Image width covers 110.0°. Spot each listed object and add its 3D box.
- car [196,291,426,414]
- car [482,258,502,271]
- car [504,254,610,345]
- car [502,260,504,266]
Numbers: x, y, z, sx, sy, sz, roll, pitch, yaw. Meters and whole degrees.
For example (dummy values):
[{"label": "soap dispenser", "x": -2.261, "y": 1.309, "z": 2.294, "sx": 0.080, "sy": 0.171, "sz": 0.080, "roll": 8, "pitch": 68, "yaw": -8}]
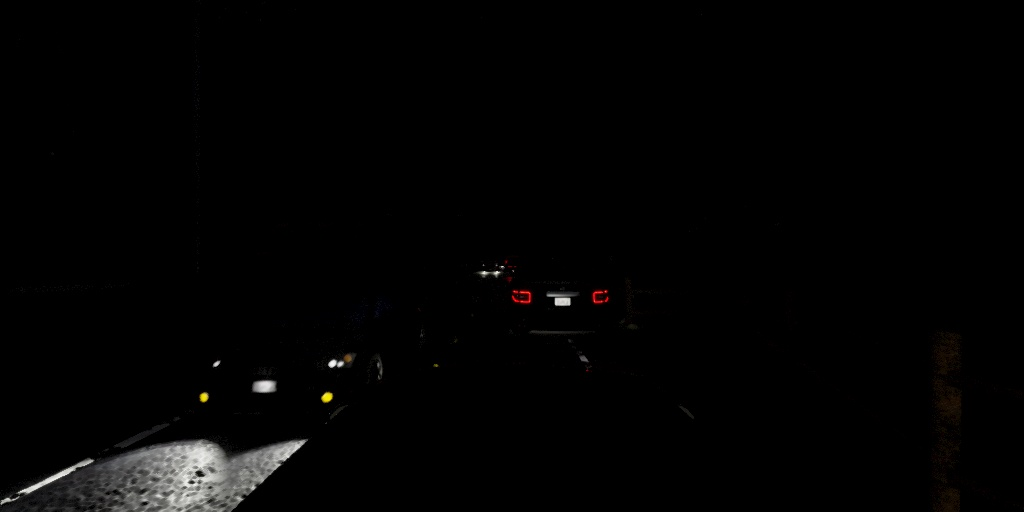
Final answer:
[{"label": "car", "x": -2.840, "y": 1.313, "z": 6.107, "sx": 1.994, "sy": 1.385, "sz": 4.181, "roll": 0, "pitch": 0, "yaw": 0}, {"label": "car", "x": -2.776, "y": 1.113, "z": 47.598, "sx": 2.097, "sy": 1.767, "sz": 4.553, "roll": 0, "pitch": 0, "yaw": 0}, {"label": "car", "x": 0.978, "y": 0.972, "z": 9.582, "sx": 2.150, "sy": 2.045, "sz": 5.566, "roll": 0, "pitch": 0, "yaw": 0}, {"label": "car", "x": 0.136, "y": 1.260, "z": 38.780, "sx": 1.837, "sy": 1.490, "sz": 4.892, "roll": 0, "pitch": 0, "yaw": 0}]
